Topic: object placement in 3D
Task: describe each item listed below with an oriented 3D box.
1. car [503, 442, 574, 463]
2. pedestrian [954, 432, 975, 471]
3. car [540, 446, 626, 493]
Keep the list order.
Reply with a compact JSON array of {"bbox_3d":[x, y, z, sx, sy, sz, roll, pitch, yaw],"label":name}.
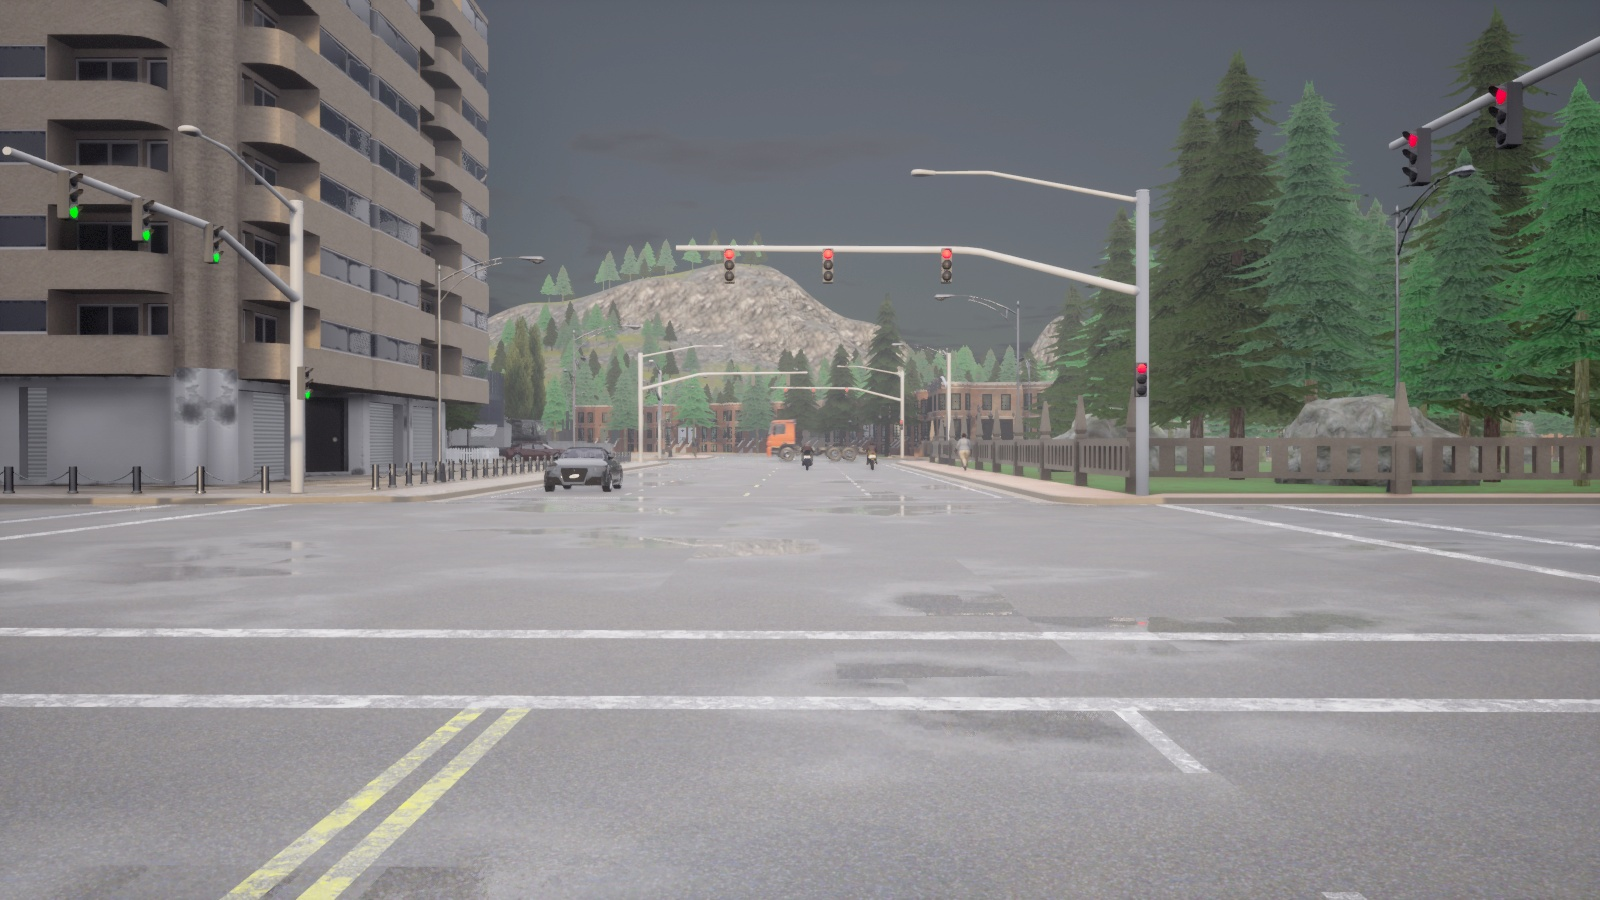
[{"bbox_3d":[-19.808,0.170,95.341,5.008,1.535,1.882,0,0,0],"label":"car"},{"bbox_3d":[7.880,0.072,60.198,0.874,1.855,0.900,0,0,0],"label":"pedestrian"},{"bbox_3d":[-6.774,0.582,39.592,1.994,1.385,4.181,0,0,0],"label":"car"}]
